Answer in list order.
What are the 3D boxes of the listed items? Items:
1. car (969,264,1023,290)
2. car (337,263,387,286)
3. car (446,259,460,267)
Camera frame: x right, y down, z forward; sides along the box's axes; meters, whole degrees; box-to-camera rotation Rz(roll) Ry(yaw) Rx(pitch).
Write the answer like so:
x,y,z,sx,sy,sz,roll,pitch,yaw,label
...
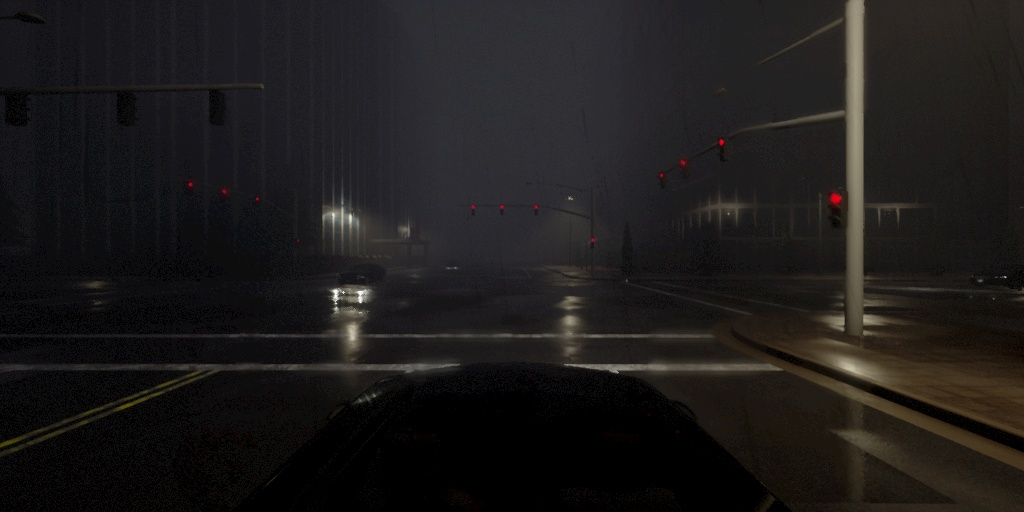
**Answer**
x,y,z,sx,sy,sz,roll,pitch,yaw,label
30.534,1.228,21.450,4.902,1.511,2.128,0,0,1,car
-10.504,1.261,25.451,1.882,1.535,5.008,0,1,0,car
-10.514,1.277,63.780,1.994,1.385,4.181,0,0,0,car
